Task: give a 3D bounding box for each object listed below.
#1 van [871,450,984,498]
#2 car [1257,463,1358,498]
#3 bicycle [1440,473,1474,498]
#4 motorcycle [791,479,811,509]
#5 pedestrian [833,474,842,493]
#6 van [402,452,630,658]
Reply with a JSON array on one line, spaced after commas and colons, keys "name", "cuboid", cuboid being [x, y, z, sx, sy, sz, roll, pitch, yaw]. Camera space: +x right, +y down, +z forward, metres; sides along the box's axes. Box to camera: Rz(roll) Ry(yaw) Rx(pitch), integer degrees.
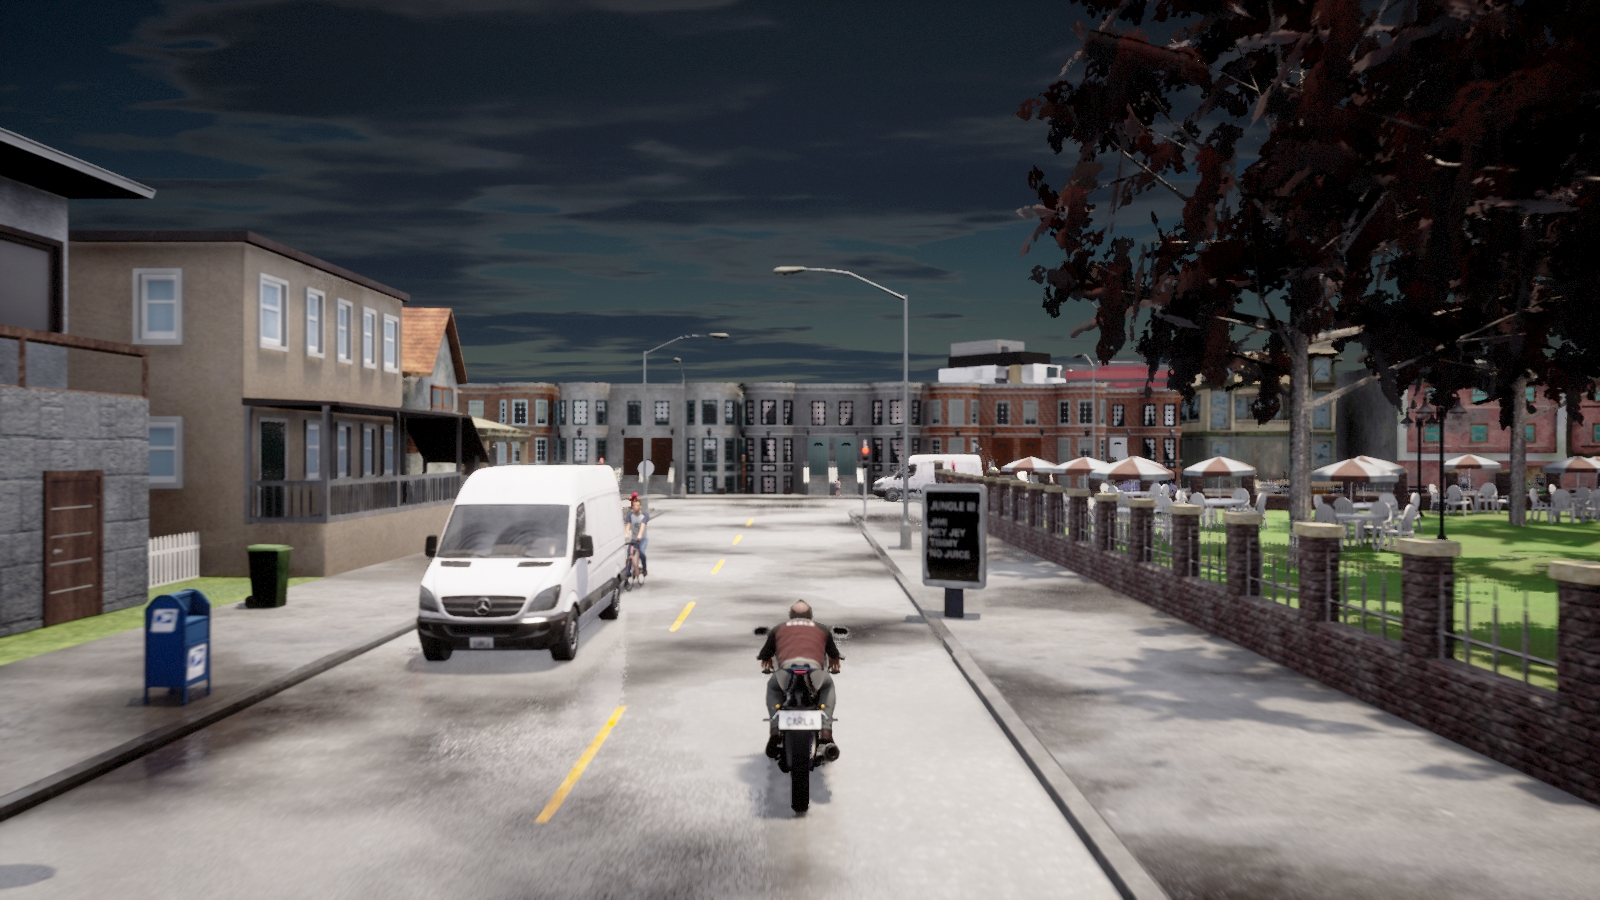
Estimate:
[{"name": "van", "cuboid": [6.917, 1.311, 62.236, 5.915, 2.561, 1.988, 0, 0, 0]}, {"name": "car", "cuboid": [27.536, 1.640, 62.063, 4.605, 1.855, 1.932, 0, 0, 2]}, {"name": "bicycle", "cuboid": [35.729, 1.932, 62.119, 1.643, 1.296, 0.373, 0, 0, 1]}, {"name": "motorcycle", "cuboid": [0.063, 1.982, 51.413, 0.867, 1.251, 2.209, 0, 0, 0]}, {"name": "pedestrian", "cuboid": [2.144, 1.900, 65.128, 0.500, 1.100, 0.500, 0, 0, 9]}, {"name": "van", "cuboid": [-3.983, 1.313, 17.215, 1.988, 2.561, 5.915, 0, 0, 0]}]
